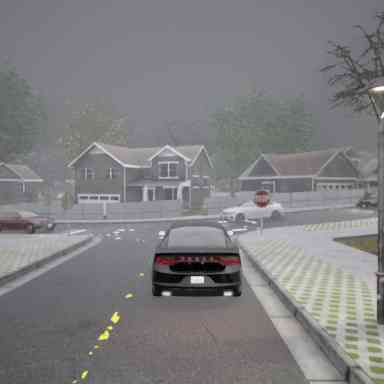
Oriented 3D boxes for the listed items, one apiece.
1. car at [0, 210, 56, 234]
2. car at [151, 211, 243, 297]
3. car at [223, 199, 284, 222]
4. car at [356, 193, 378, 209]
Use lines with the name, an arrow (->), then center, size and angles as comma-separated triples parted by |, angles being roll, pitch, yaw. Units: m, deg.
car -> -11.224, 1.936, 21.990 | 4.674, 1.442, 1.812 | -2, 0, 21
car -> 0.109, 1.474, 8.629 | 1.882, 1.535, 5.008 | 0, 0, 0
car -> 4.287, 1.260, 23.434 | 4.674, 1.442, 1.812 | -3, 2, -22
car -> 16.799, 0.711, 28.944 | 5.357, 1.411, 2.033 | -2, 2, -25
